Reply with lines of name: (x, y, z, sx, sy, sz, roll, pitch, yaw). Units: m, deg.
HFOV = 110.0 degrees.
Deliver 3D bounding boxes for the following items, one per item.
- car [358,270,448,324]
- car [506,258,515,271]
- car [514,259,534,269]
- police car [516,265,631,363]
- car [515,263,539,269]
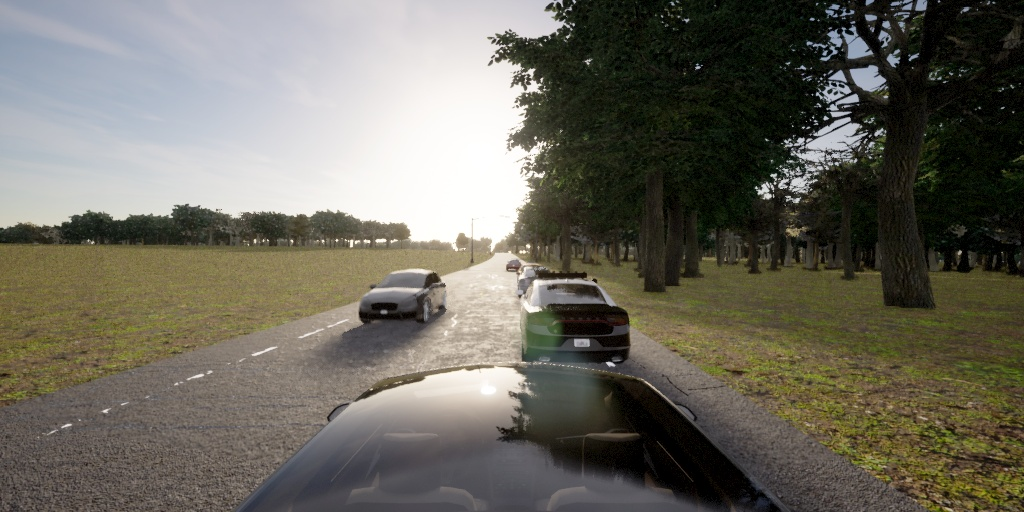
car: (-3.394, 1.241, 11.981, 1.837, 1.490, 4.892, 0, 0, 0)
car: (0.266, 1.147, 46.552, 1.994, 1.385, 4.181, 0, 0, 2)
car: (1.246, 1.153, 24.349, 1.801, 1.575, 5.366, 0, 0, 0)
police car: (1.131, 1.168, 8.260, 1.930, 1.638, 5.238, 0, 0, 1)
car: (1.210, 1.245, 18.156, 1.812, 1.442, 4.674, 0, 0, 0)
